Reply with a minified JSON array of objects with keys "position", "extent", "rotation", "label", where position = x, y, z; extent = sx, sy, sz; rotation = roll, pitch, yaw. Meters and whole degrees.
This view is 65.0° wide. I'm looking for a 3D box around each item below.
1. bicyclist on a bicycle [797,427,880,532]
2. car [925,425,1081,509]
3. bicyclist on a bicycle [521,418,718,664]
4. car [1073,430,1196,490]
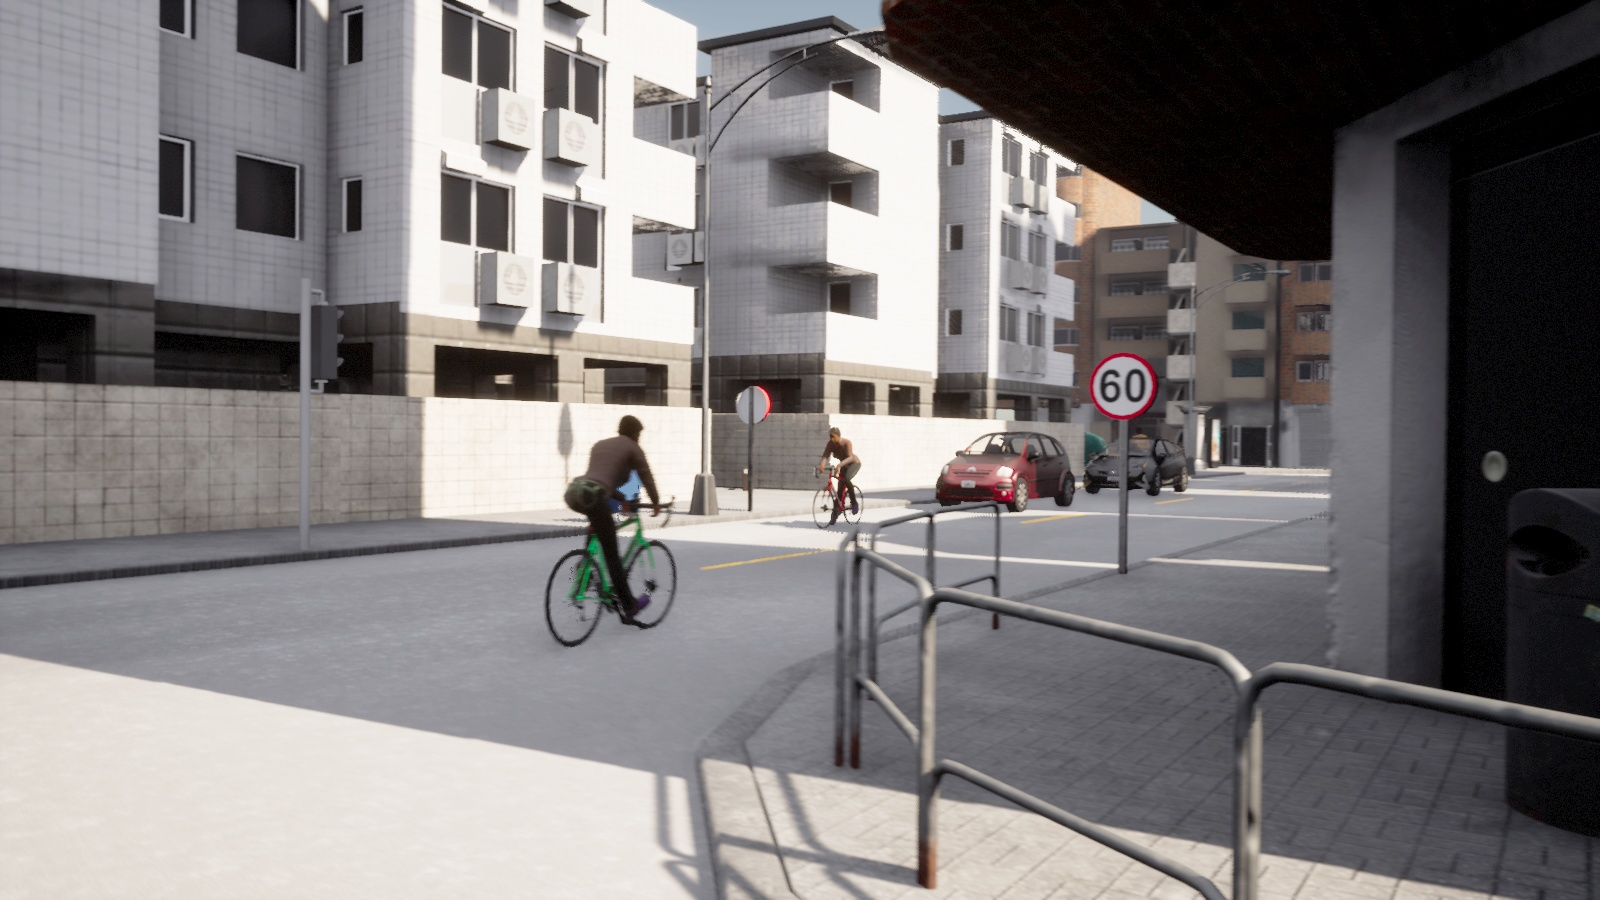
[{"position":[0.636,0.449,20.306],"extent":[0.582,1.620,1.656],"rotation":[0,1,31],"label":"bicyclist on a bicycle"},{"position":[4.330,0.298,26.305],"extent":[1.851,1.617,3.988],"rotation":[0,1,32],"label":"car"},{"position":[-1.265,0.591,9.124],"extent":[0.582,1.620,1.656],"rotation":[1,1,26],"label":"bicyclist on a bicycle"},{"position":[9.176,0.221,34.198],"extent":[2.007,1.525,4.514],"rotation":[0,1,31],"label":"car"}]
